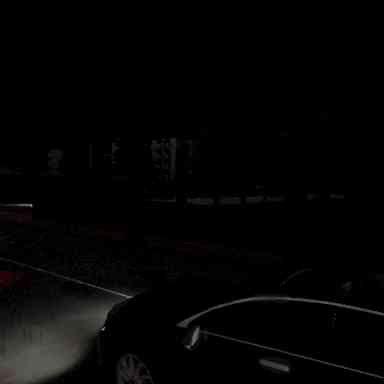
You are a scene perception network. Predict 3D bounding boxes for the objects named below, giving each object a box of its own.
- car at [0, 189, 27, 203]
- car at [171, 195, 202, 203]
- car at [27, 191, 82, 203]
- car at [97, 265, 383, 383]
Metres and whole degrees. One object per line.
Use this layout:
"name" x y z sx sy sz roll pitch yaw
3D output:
"car" -19.465 0.419 35.494 2.128 1.511 4.902 2 1 38
"car" -0.588 0.803 42.671 1.837 1.490 4.892 2 1 37
"car" -14.533 0.595 36.157 2.033 1.411 5.357 2 1 38
"car" 1.151 1.505 3.163 4.892 1.490 1.837 1 0 36
